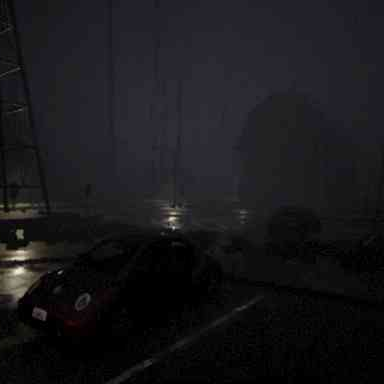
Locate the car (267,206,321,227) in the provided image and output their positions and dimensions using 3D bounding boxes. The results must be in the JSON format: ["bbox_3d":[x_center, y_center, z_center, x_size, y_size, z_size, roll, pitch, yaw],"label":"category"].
[{"bbox_3d":[5.422,1.491,17.515,1.816,1.474,4.193,0,0,36],"label":"car"}]

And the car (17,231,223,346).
[{"bbox_3d":[-1.056,1.508,6.336,1.784,1.438,3.905,0,0,36],"label":"car"}]
